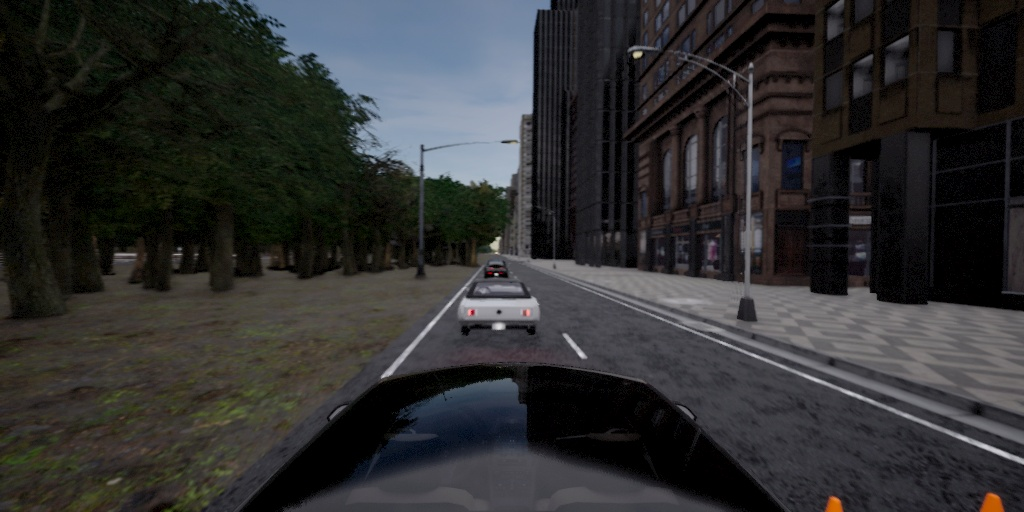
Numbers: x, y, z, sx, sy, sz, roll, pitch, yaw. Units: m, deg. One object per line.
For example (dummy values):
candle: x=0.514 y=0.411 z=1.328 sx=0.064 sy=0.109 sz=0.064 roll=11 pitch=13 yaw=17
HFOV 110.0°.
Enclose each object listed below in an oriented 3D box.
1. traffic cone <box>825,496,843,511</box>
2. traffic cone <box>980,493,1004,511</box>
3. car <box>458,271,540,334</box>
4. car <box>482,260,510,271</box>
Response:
traffic cone: x=1.900 y=1.724 z=2.120 sx=0.340 sy=0.580 sz=0.340 roll=0 pitch=0 yaw=-3
traffic cone: x=2.898 y=1.735 z=2.168 sx=0.340 sy=0.580 sz=0.340 roll=0 pitch=0 yaw=-3
car: x=-0.398 y=1.283 z=10.292 sx=1.895 sy=1.301 sz=4.718 roll=1 pitch=0 yaw=-3
car: x=-1.250 y=1.044 z=28.154 sx=1.837 sy=1.490 sz=4.892 roll=1 pitch=0 yaw=-3
